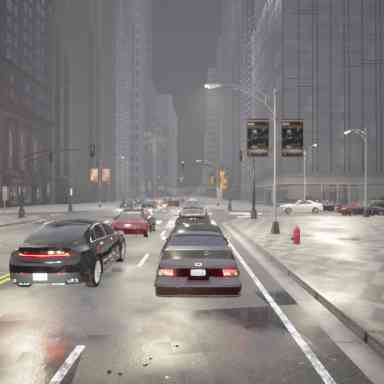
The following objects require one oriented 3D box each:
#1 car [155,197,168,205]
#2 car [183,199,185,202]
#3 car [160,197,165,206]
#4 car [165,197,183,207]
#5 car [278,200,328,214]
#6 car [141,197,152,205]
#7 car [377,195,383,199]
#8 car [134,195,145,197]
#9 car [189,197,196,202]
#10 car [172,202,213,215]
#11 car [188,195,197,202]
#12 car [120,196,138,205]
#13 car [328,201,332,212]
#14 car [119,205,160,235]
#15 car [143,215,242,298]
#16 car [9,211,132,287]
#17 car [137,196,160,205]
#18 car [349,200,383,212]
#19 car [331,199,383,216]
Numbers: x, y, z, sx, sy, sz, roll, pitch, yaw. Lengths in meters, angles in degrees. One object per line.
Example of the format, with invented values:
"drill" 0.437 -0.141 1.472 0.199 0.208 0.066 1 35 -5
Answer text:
"car" -6.398 1.900 70.161 2.128 1.511 4.902 0 0 0
"car" -3.118 2.104 91.293 1.994 1.385 4.181 0 0 0
"car" -6.483 1.649 60.085 2.097 1.767 4.553 0 0 0
"car" -3.071 1.749 56.647 1.882 1.535 5.008 0 0 0
"car" 11.688 1.602 35.882 4.674 1.442 1.812 0 -1 -1
"car" -9.647 1.907 71.060 1.812 1.442 4.674 0 0 0
"car" 21.522 1.265 36.030 5.566 2.045 2.150 0 -1 -1
"car" -9.729 1.523 60.714 2.150 2.045 5.566 0 0 0
"car" 0.133 2.029 91.171 1.882 1.535 5.008 0 0 0
"car" 0.073 1.544 18.457 1.837 1.490 4.892 0 0 1
"car" 0.118 1.687 80.594 2.150 2.045 5.566 0 0 0
"car" -9.801 1.735 50.694 1.837 1.490 4.892 0 0 -2
"car" 15.242 1.663 38.690 4.313 1.339 1.947 0 0 -1
"car" -3.124 1.602 18.207 1.994 1.385 4.181 0 0 0
"car" 0.119 1.557 8.718 2.033 1.411 5.357 0 0 0
"car" -3.137 1.516 9.307 1.837 1.490 4.892 0 0 0
"car" -6.521 1.778 50.803 2.033 1.411 5.357 0 0 0
"car" 20.881 1.644 38.769 4.313 1.339 1.947 0 0 -1
"car" 15.359 1.577 30.166 4.206 1.307 1.802 0 0 -1
